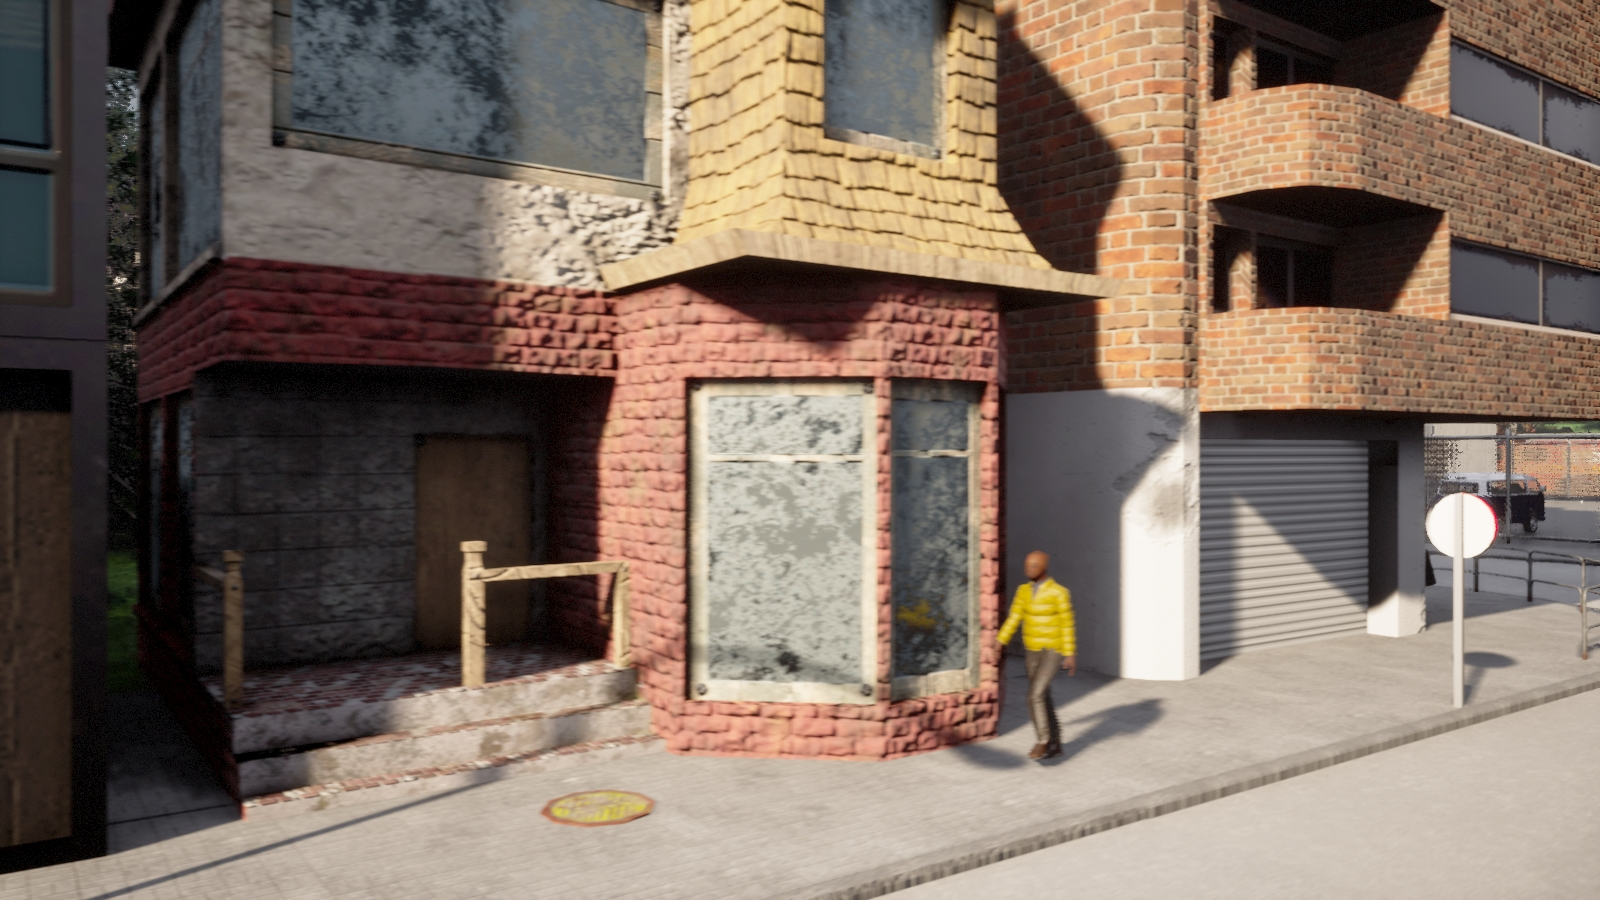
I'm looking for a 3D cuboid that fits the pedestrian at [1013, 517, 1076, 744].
[{"bbox_3d":[2.091,1.520,9.780,0.375,1.860,0.375,0,0,-36],"label":"pedestrian"}]
